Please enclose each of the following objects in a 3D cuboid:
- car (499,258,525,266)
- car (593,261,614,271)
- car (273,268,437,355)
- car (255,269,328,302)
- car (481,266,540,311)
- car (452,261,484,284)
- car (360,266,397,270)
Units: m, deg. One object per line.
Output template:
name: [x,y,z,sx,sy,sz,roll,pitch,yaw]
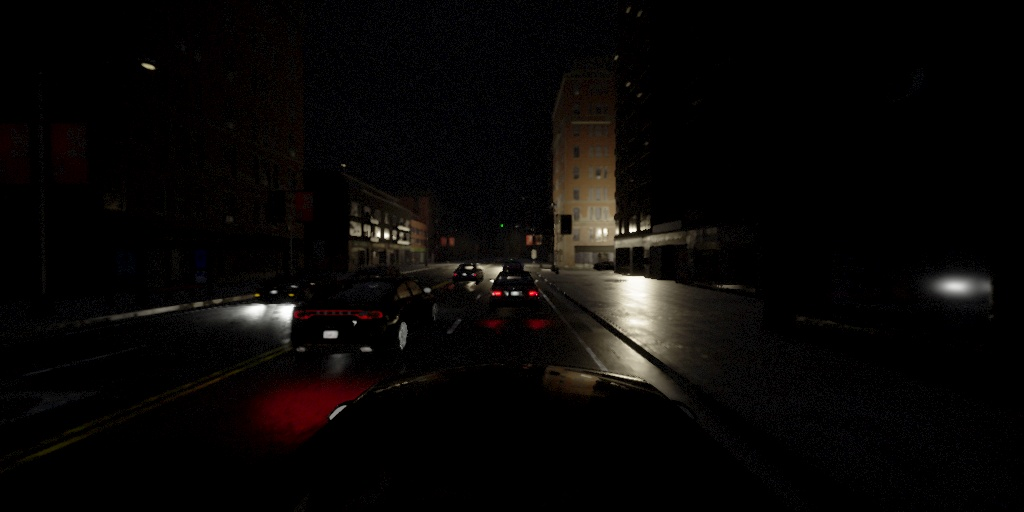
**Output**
car: [0.099,1.203,31.665,1.882,1.535,5.008,0,0,0]
car: [12.394,1.304,45.265,4.313,1.339,1.948,0,0,0]
car: [-3.150,1.221,8.708,1.882,1.535,5.008,0,0,0]
car: [-9.850,1.301,16.827,1.994,1.385,4.181,0,0,0]
car: [0.100,1.285,14.331,2.033,1.411,5.357,0,0,0]
car: [-3.153,1.277,26.266,2.033,1.411,5.357,0,0,0]
car: [-6.599,1.242,17.550,1.837,1.490,4.892,0,0,0]
